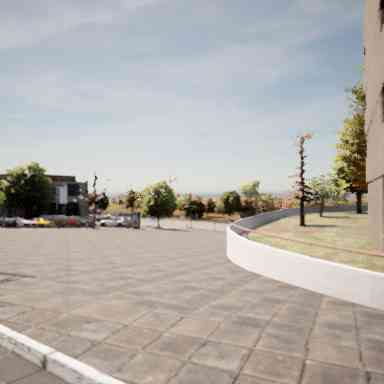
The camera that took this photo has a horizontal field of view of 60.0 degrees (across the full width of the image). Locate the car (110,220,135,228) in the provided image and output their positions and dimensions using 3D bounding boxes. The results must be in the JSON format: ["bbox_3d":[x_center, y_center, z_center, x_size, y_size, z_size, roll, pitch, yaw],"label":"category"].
[{"bbox_3d":[-14.407,6.613,69.087,4.674,1.452,2.002,0,-5,5],"label":"car"}]

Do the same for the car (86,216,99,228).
[{"bbox_3d":[-19.452,5.445,58.166,4.892,1.521,2.231,0,-5,5],"label":"car"}]

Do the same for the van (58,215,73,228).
[{"bbox_3d":[-21.869,4.655,52.720,4.442,1.987,1.878,0,-6,5],"label":"van"}]

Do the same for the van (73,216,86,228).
[{"bbox_3d":[-20.604,4.938,55.456,4.442,1.987,1.878,0,-6,5],"label":"van"}]

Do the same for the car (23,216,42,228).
[{"bbox_3d":[-24.524,4.354,47.237,4.674,1.452,2.002,0,-6,5],"label":"car"}]

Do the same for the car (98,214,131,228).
[{"bbox_3d":[-15.688,6.040,66.382,5.566,2.045,2.435,0,-5,5],"label":"car"}]

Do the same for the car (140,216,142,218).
[{"bbox_3d":[-15.852,7.753,88.089,2.163,1.488,4.792,1,1,9],"label":"car"}]

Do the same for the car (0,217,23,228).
[{"bbox_3d":[-25.775,4.070,44.493,4.674,1.452,2.002,0,-5,5],"label":"car"}]

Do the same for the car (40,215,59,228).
[{"bbox_3d":[-23.440,4.592,49.987,5.366,1.575,1.946,0,-5,5],"label":"car"}]
